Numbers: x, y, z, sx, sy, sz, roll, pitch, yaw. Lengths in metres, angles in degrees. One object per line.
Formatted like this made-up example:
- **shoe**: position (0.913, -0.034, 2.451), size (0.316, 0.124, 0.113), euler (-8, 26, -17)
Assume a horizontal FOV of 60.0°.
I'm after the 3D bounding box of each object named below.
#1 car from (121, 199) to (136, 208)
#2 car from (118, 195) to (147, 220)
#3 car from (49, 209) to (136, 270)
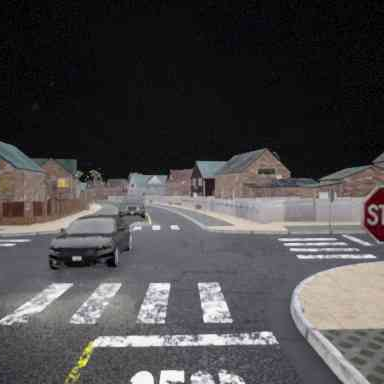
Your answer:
- **car**: position (-10.279, 1.786, 53.388), size (1.895, 1.301, 4.718), euler (0, 0, -16)
- **car**: position (-5.167, 1.310, 29.204), size (2.150, 2.045, 5.566), euler (0, 0, -9)
- **car**: position (-3.221, 1.535, 11.315), size (1.882, 1.535, 5.008), euler (-1, -1, -4)
